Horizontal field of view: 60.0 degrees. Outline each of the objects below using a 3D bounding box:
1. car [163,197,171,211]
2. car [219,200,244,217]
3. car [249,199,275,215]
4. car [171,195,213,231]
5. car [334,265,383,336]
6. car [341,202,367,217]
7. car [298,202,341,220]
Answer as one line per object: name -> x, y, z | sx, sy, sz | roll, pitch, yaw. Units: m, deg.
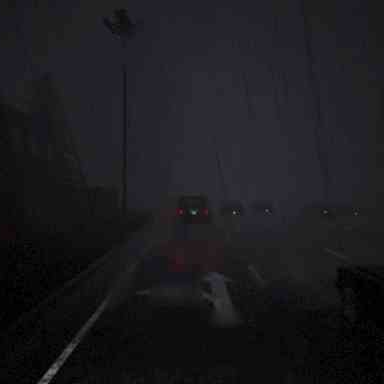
car -> -2.248, 1.353, 41.423 | 2.097, 1.767, 4.553 | 0, 0, -17
car -> 3.599, 1.506, 30.732 | 1.837, 1.490, 4.892 | 0, 0, 0
car -> 7.101, 1.506, 33.996 | 1.837, 1.490, 4.892 | 0, 0, 0
car -> 0.099, 1.222, 20.474 | 2.150, 2.045, 5.566 | 0, 0, 0
car -> 3.600, 1.601, 4.164 | 1.895, 1.301, 4.718 | 0, 0, 0
car -> 14.098, 1.602, 30.850 | 1.895, 1.301, 4.718 | 0, 0, 0
car -> 10.600, 1.565, 28.417 | 1.994, 1.385, 4.181 | 0, 0, 0
